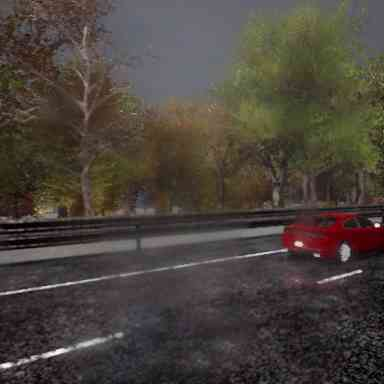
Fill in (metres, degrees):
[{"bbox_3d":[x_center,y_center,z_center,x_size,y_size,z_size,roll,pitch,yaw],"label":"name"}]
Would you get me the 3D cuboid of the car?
[{"bbox_3d":[5.395,1.492,11.988,5.008,1.535,1.882,0,0,-36],"label":"car"}]
